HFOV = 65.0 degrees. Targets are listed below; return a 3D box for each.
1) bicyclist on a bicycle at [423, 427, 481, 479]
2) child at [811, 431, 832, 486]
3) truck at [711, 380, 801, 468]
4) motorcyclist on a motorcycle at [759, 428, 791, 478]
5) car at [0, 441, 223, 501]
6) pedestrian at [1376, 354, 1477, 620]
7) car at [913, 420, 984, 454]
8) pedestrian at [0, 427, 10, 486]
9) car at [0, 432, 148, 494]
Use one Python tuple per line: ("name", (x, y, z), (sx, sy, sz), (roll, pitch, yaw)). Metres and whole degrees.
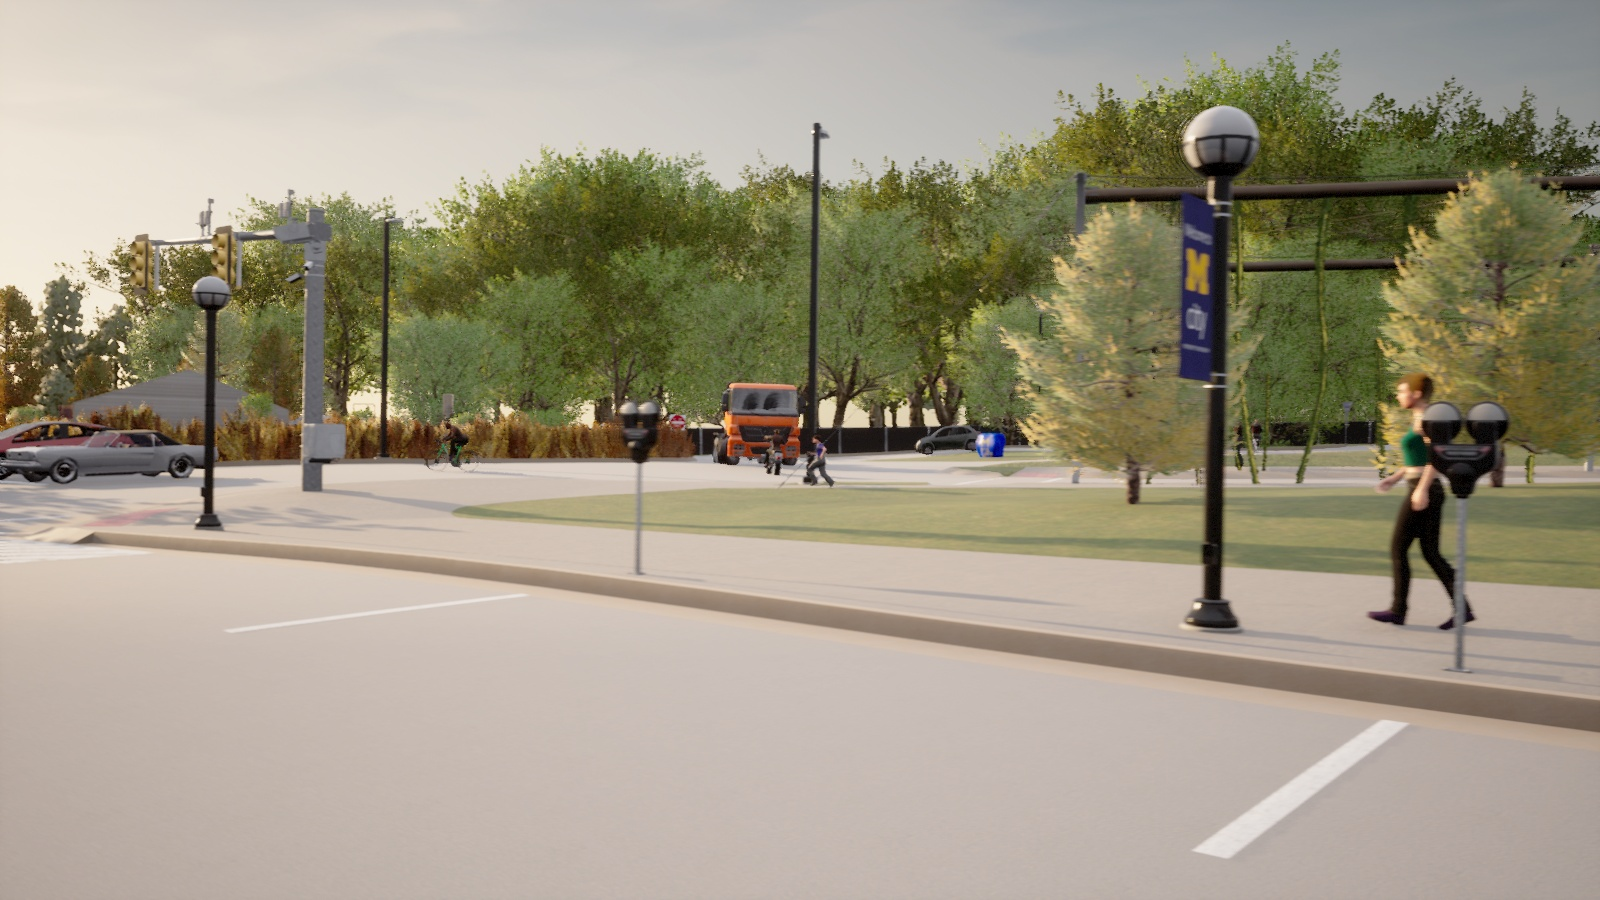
("bicyclist on a bicycle", (-10.948, 0.095, 39.528), (1.656, 1.620, 0.582), (0, 2, -26))
("child", (0.495, 0.199, 28.888), (0.437, 1.263, 0.270), (0, 0, 12))
("truck", (-2.017, -1.055, 53.658), (2.891, 3.462, 7.936), (0, 0, -9))
("motorcyclist on a motorcycle", (-0.883, 0.085, 43.365), (0.766, 1.649, 2.350), (3, 0, -8))
("car", (-17.791, 0.478, 32.648), (1.895, 1.301, 4.718), (0, 2, 37))
("pedestrian", (4.474, 0.254, 8.968), (0.594, 1.836, 0.345), (0, 0, 37))
("car", (8.932, -0.803, 75.801), (3.988, 1.617, 1.851), (-6, 2, 3))
("pedestrian", (-25.345, 0.202, 39.205), (0.874, 1.855, 0.900), (0, 0, 35))
("car", (-20.833, 0.323, 34.707), (2.007, 1.525, 4.514), (0, 2, 38))
